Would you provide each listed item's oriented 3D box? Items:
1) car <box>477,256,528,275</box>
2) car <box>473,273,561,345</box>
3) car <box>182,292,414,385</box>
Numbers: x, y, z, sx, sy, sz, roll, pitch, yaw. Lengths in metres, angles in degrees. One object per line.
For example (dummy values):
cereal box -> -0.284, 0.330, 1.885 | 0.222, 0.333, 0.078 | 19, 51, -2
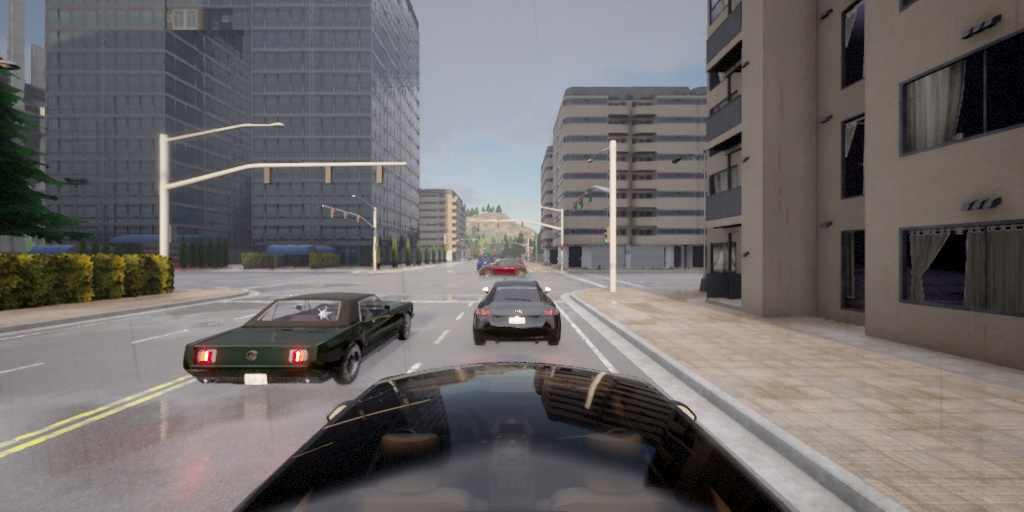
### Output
car -> -0.816, 1.087, 33.523 | 4.553, 1.767, 2.097 | 0, 0, 0
car -> 0.123, 1.310, 9.464 | 1.994, 1.385, 4.181 | 0, 0, 0
car -> -3.386, 1.348, 6.984 | 1.895, 1.301, 4.718 | 0, 0, 0
